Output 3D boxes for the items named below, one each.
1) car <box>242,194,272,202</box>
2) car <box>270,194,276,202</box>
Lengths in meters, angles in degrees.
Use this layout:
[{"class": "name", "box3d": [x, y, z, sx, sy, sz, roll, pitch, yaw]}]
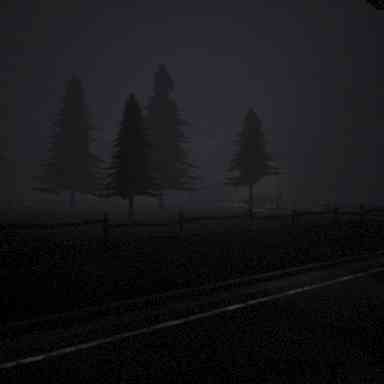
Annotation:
[{"class": "car", "box3d": [11.298, 1.608, 60.488, 2.033, 1.411, 5.357, 1, 0, -35]}, {"class": "car", "box3d": [14.181, 1.326, 62.477, 2.150, 2.045, 5.566, 1, 0, -35]}]
